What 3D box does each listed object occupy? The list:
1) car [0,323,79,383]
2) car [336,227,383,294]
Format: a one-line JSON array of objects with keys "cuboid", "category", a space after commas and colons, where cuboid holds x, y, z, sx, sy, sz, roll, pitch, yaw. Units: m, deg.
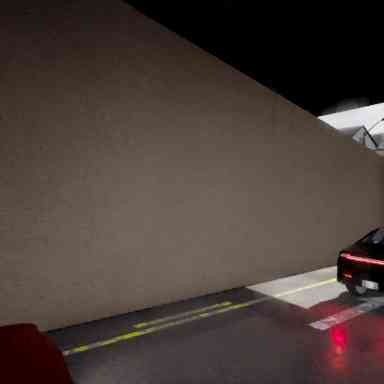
[{"cuboid": [-2.998, 1.601, 1.687, 4.718, 1.301, 1.895, 0, 0, -35], "category": "car"}, {"cuboid": [5.244, 1.491, 7.512, 4.902, 1.511, 2.128, 0, 0, -35], "category": "car"}]
